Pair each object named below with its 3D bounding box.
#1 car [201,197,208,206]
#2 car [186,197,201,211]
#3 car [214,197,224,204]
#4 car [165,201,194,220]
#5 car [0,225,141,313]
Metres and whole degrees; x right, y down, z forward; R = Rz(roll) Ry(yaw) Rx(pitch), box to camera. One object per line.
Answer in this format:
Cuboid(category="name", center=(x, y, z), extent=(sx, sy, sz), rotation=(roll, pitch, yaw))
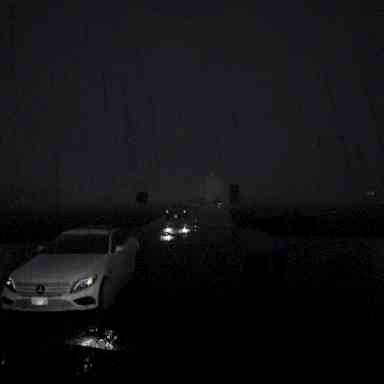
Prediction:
Cuboid(category="car", center=(1.806, 1.713, 61.278), extent=(1.812, 1.442, 4.674), rotation=(0, 0, 7))
Cuboid(category="car", center=(-0.148, 1.661, 42.183), extent=(1.812, 1.442, 4.674), rotation=(0, 0, 4))
Cuboid(category="car", center=(5.446, 1.752, 67.696), extent=(2.033, 1.411, 5.357), rotation=(0, 0, 7))
Cuboid(category="car", center=(-1.164, 1.698, 29.436), extent=(1.895, 1.301, 4.718), rotation=(0, 0, 4))
Cuboid(category="car", center=(-2.441, 1.575, 7.885), extent=(1.812, 1.442, 4.674), rotation=(-1, 0, 3))
